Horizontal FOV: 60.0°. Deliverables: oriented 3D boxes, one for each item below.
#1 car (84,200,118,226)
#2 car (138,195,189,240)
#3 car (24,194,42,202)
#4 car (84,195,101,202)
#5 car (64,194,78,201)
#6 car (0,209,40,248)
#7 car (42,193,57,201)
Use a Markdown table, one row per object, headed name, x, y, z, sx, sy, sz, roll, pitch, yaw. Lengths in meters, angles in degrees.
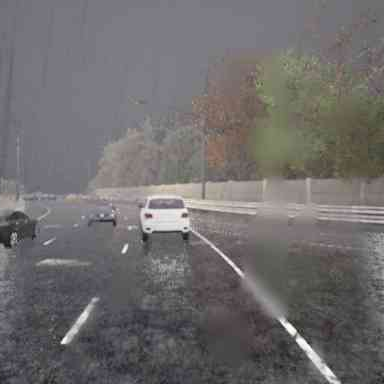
| name | x | y | z | sx | sy | sz | roll | pitch | yaw |
| --- | --- | --- | --- | --- | --- | --- | --- | --- | --- |
| car | -6.168 | 1.514 | 23.205 | 2.033 | 1.411 | 5.357 | 0 | 0 | -13 |
| car | -1.515 | 1.186 | 16.934 | 2.150 | 2.045 | 5.566 | 0 | 0 | -10 |
| car | -33.825 | 1.270 | 69.858 | 1.837 | 1.490 | 4.892 | 0 | 0 | -44 |
| car | -18.178 | 1.275 | 60.446 | 2.097 | 1.767 | 4.553 | 0 | 0 | -32 |
| car | -26.671 | 1.211 | 74.171 | 1.882 | 1.535 | 5.008 | 0 | 0 | -28 |
| car | -8.181 | 1.500 | 14.483 | 1.837 | 1.490 | 4.892 | 0 | 0 | -8 |
| car | -31.173 | 1.110 | 72.144 | 2.097 | 1.767 | 4.553 | 0 | 0 | -44 |
